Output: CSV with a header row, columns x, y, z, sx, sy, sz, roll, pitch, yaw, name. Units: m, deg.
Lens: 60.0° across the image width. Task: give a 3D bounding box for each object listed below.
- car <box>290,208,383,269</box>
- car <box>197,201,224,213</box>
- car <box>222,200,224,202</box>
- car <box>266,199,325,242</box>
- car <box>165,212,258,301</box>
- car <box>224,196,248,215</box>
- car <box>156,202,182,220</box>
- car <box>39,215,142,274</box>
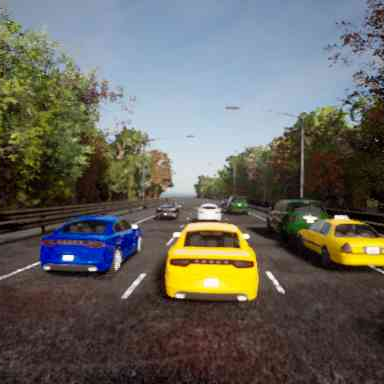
x,y,z,sx,sy,sz,roll,pitch,yaw,name
5.122,1.599,11.726,1.801,1.575,5.366,1,0,3,car
1.357,1.687,26.751,1.812,1.442,4.674,1,0,2,car
5.710,1.943,54.667,1.812,1.442,4.674,1,0,1,car
5.417,1.404,17.598,2.150,2.045,5.566,1,0,3,car
0.488,1.524,8.552,1.882,1.535,5.008,1,0,3,car
5.276,1.525,38.932,2.150,2.045,5.566,1,-1,2,car
-2.033,1.610,29.491,2.128,1.511,4.902,1,0,2,car
-2.906,1.475,10.620,1.882,1.535,5.008,1,0,3,car
